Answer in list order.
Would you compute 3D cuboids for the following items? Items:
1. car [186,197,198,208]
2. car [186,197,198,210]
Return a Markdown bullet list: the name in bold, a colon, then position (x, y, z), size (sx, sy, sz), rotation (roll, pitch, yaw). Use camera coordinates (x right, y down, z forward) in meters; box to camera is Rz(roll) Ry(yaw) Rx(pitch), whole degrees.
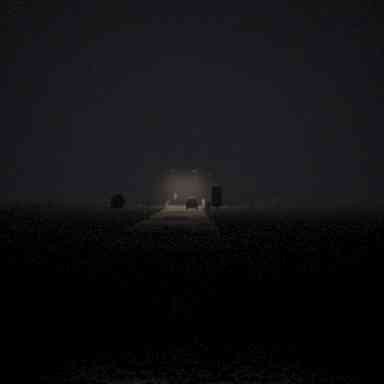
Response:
- **car**: position (-0.015, 2.034, 66.318), size (2.150, 2.045, 5.566), rotation (0, -1, 0)
- **car**: position (-0.012, 2.029, 56.252), size (2.097, 1.767, 4.553), rotation (0, -1, 0)
